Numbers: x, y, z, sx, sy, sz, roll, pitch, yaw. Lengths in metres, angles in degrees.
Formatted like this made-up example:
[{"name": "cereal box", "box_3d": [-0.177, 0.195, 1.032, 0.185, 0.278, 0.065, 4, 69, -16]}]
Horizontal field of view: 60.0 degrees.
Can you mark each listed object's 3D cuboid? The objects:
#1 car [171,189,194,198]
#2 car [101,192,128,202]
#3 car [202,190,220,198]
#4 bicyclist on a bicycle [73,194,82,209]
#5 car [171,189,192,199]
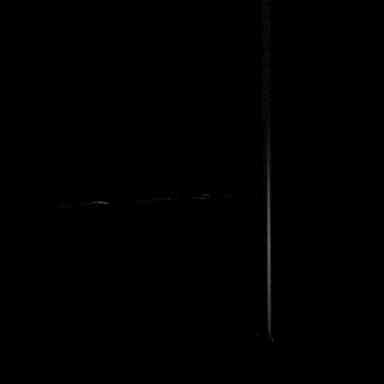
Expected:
[{"name": "car", "box_3d": [-1.827, 0.261, 64.776, 1.837, 1.490, 4.892, 1, 2, 35]}, {"name": "car", "box_3d": [-11.801, 0.769, 50.912, 1.994, 1.385, 4.181, 1, 2, 35]}, {"name": "car", "box_3d": [3.924, 0.307, 66.830, 2.128, 1.511, 4.902, 1, 2, 35]}, {"name": "bicyclist on a bicycle", "box_3d": [-12.635, 1.060, 36.638, 1.656, 1.620, 0.582, -1, 1, 35]}, {"name": "car", "box_3d": [-1.819, 0.571, 58.674, 1.994, 1.385, 4.181, 1, 2, 36]}]
